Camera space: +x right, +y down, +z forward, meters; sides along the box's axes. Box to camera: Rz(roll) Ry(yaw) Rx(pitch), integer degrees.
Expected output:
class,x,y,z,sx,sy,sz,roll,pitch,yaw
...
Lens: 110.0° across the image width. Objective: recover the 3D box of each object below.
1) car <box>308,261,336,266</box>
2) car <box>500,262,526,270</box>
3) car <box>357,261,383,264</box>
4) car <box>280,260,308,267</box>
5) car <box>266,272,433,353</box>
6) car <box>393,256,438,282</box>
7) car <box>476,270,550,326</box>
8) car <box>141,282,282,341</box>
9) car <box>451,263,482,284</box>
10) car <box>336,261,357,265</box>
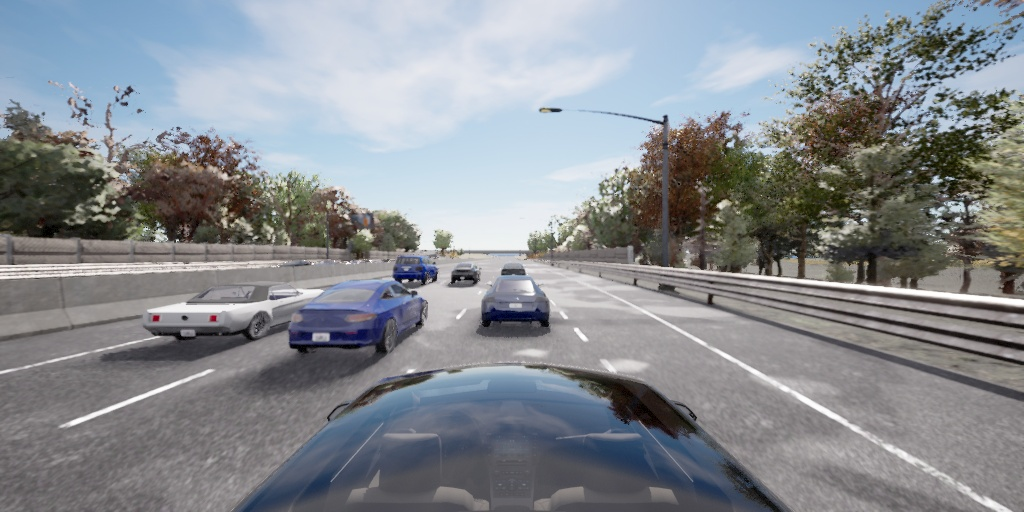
class,x,y,z,sx,sy,sz,roll,pitch,yaw
car,-24.577,1.368,47.698,1.994,1.385,4.181,0,0,0
car,0.098,1.251,28.596,1.882,1.535,5.008,0,0,0
car,-17.592,1.349,46.585,2.033,1.411,5.357,0,0,0
car,-28.073,1.280,46.729,1.882,1.535,5.008,0,0,0
car,-3.401,1.279,8.687,1.812,1.442,4.674,0,0,0
car,-6.904,0.992,26.130,2.150,2.045,5.566,0,0,0
car,0.099,1.320,11.756,1.994,1.385,4.181,0,0,0
car,-6.900,1.355,9.865,1.895,1.301,4.718,0,0,0
car,-3.403,1.276,27.078,1.837,1.490,4.892,0,0,0
car,-21.072,1.352,48.413,2.033,1.411,5.357,0,0,0
